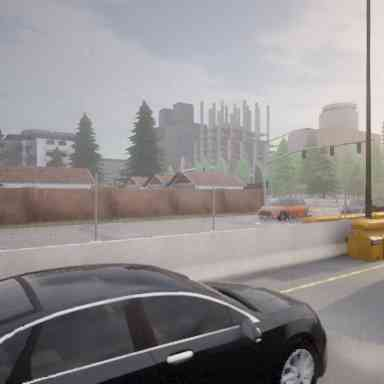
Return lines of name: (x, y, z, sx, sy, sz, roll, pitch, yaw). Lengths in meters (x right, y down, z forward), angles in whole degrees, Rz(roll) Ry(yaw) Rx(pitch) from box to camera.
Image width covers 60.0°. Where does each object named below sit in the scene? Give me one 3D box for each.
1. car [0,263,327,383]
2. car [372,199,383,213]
car: (-0.636, 1.505, 3.291, 4.892, 1.490, 1.837, 0, 0, -35)
car: (13.847, 1.404, 26.600, 4.553, 1.767, 2.097, 0, 0, -35)
